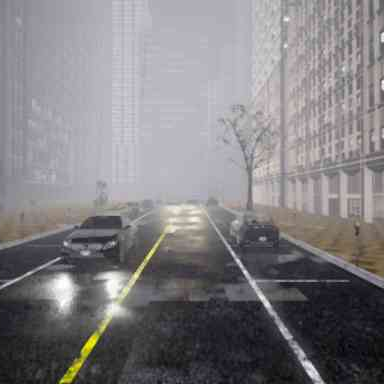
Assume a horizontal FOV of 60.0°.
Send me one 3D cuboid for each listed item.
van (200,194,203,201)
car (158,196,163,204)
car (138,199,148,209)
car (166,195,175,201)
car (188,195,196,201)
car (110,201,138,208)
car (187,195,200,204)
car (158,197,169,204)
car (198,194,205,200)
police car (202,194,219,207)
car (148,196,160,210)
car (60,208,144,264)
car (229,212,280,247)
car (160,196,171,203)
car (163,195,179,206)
[{"bbox_3d":[2.704,1.368,82.549,1.690,1.788,3.998,1,0,0],"label":"van"},{"bbox_3d":[-5.679,1.463,59.985,1.967,1.590,4.097,1,0,0],"label":"car"},{"bbox_3d":[-5.681,1.560,31.771,1.887,1.381,4.507,1,0,0],"label":"car"},{"bbox_3d":[-5.680,1.594,88.198,1.947,1.339,4.313,1,0,0],"label":"car"},{"bbox_3d":[0.004,1.394,78.978,1.994,1.385,4.181,0,0,0],"label":"car"},{"bbox_3d":[-5.681,1.538,25.958,1.752,1.417,4.829,1,0,0],"label":"car"},{"bbox_3d":[0.002,1.588,63.346,1.994,1.385,4.181,0,0,0],"label":"car"},{"bbox_3d":[-5.680,1.606,65.627,1.802,1.307,4.206,1,0,0],"label":"car"},{"bbox_3d":[2.703,1.468,93.832,1.967,1.590,4.097,1,0,0],"label":"car"},{"bbox_3d":[3.002,1.446,50.426,1.930,1.638,5.238,0,0,0],"label":"police car"},{"bbox_3d":[-5.681,1.585,43.056,1.947,1.339,4.313,1,0,0],"label":"car"},{"bbox_3d":[-3.100,1.532,12.016,1.812,1.442,4.674,0,0,0],"label":"car"},{"bbox_3d":[2.699,1.558,14.853,2.008,1.369,4.403,1,0,0],"label":"car"},{"bbox_3d":[-5.680,1.592,71.270,1.947,1.339,4.313,1,0,0],"label":"car"},{"bbox_3d":[-3.064,1.569,54.034,2.033,1.411,5.357,0,0,0],"label":"car"}]
